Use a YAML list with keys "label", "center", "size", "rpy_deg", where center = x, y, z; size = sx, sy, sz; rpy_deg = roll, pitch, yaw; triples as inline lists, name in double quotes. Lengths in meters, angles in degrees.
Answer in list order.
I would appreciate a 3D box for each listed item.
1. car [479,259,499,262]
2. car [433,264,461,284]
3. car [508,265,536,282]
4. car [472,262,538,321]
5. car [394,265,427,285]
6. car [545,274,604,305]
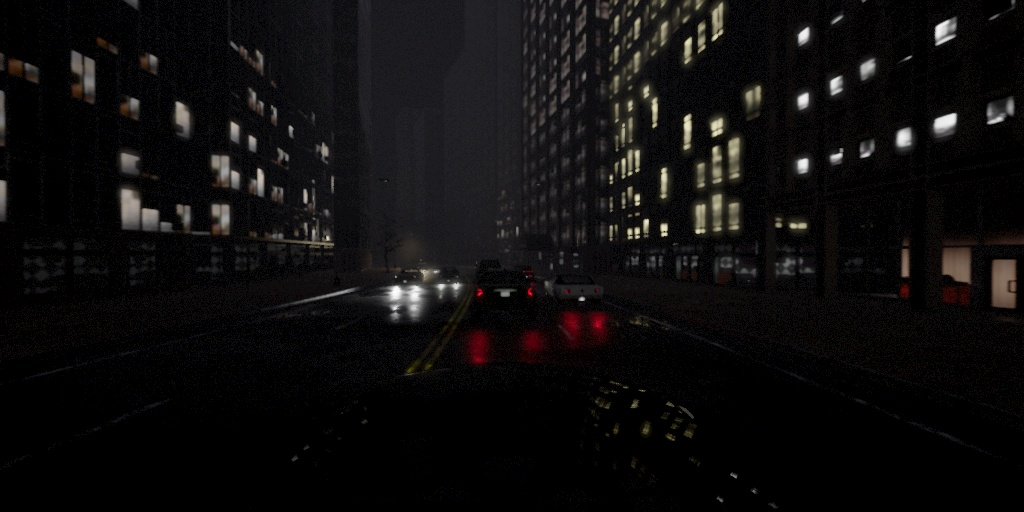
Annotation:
- label: "car"
  center: [-2.185, 1.316, 32.869]
  size: [2.150, 2.045, 5.566]
  rpy_deg: [0, -1, -8]
- label: "car"
  center: [-5.489, 1.641, 31.666]
  size: [2.033, 1.411, 5.357]
  rpy_deg: [0, -1, -8]
- label: "car"
  center: [0.882, 1.602, 34.227]
  size: [1.837, 1.490, 4.892]
  rpy_deg: [0, -1, -8]
- label: "car"
  center: [-0.315, 1.232, 13.286]
  size: [2.097, 1.767, 4.553]
  rpy_deg: [0, -1, -3]
- label: "car"
  center: [-8.537, 1.686, 29.892]
  size: [1.895, 1.301, 4.718]
  rpy_deg: [0, -1, -8]
- label: "car"
  center: [2.744, 1.515, 17.040]
  size: [1.895, 1.301, 4.718]
  rpy_deg: [0, -1, -4]
